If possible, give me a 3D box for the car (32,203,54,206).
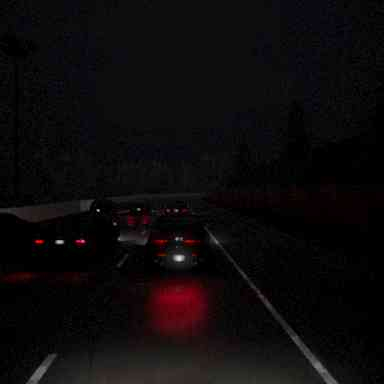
[{"bbox_3d":[-19.887,1.388,45.837,1.812,1.442,4.674,0,0,-3],"label":"car"}]

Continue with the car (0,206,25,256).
[{"bbox_3d":[-7.514,1.492,12.667,1.812,1.442,4.674,0,0,-2],"label":"car"}]

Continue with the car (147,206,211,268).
[{"bbox_3d":[-0.442,1.462,11.164,1.837,1.490,4.892,0,1,-2],"label":"car"}]

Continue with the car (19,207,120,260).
[{"bbox_3d":[-3.991,1.507,12.250,2.033,1.411,5.357,0,0,-3],"label":"car"}]

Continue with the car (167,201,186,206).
[{"bbox_3d":[-1.268,1.440,27.412,2.033,1.411,5.357,0,0,-3],"label":"car"}]

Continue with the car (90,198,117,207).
[{"bbox_3d":[-8.497,1.394,32.105,1.837,1.490,4.892,0,0,-3],"label":"car"}]

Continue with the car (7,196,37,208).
[{"bbox_3d":[-23.394,1.376,45.894,1.837,1.490,4.892,0,0,-3],"label":"car"}]

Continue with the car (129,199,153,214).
[{"bbox_3d":[-5.042,1.405,32.977,1.812,1.442,4.674,0,0,-3],"label":"car"}]

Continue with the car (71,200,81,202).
[{"bbox_3d":[-16.399,1.416,46.147,1.994,1.385,4.181,0,0,-3],"label":"car"}]
